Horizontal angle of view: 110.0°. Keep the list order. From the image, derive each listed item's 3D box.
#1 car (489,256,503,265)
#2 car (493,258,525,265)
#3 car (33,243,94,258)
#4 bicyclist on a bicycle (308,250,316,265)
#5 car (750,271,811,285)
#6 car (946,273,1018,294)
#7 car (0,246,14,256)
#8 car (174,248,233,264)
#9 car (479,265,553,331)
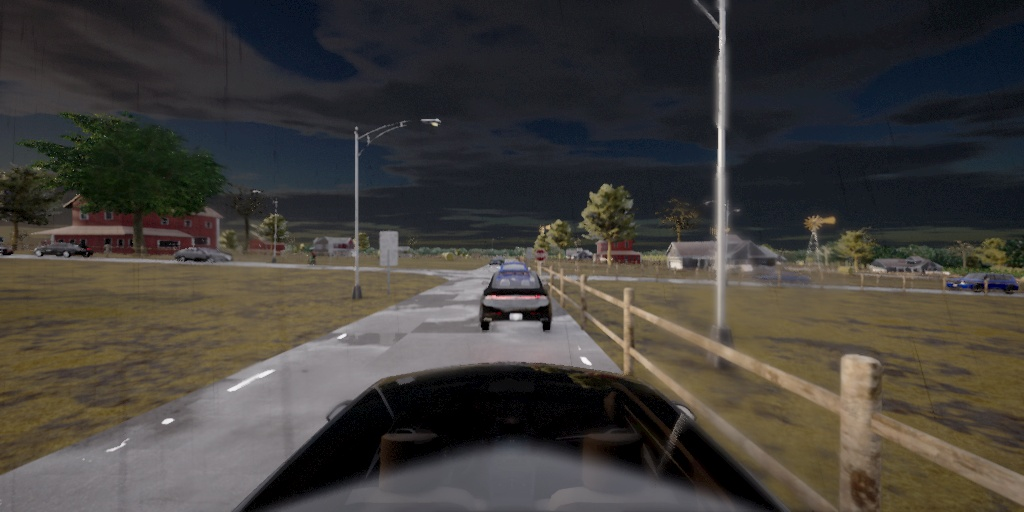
[{"bbox_3d":[-2.756,1.005,60.105,1.994,1.385,4.181,0,0,0],"label":"car"},{"bbox_3d":[0.128,1.107,21.798,1.882,1.535,5.008,0,0,1],"label":"car"},{"bbox_3d":[-46.802,-0.630,37.457,4.892,1.490,1.837,2,0,0],"label":"car"},{"bbox_3d":[-22.576,0.184,40.553,0.582,1.620,1.656,2,0,0],"label":"bicyclist on a bicycle"},{"bbox_3d":[28.037,2.253,37.537,5.357,1.411,2.033,2,0,0],"label":"car"},{"bbox_3d":[49.054,2.795,37.443,5.566,2.045,2.150,3,0,0],"label":"car"},{"bbox_3d":[-51.228,-0.710,34.651,4.181,1.385,1.994,2,0,0],"label":"car"},{"bbox_3d":[-29.661,-0.019,34.568,4.902,1.511,2.128,2,0,0],"label":"car"},{"bbox_3d":[0.097,1.181,10.739,2.128,1.511,4.902,0,0,0],"label":"car"}]
